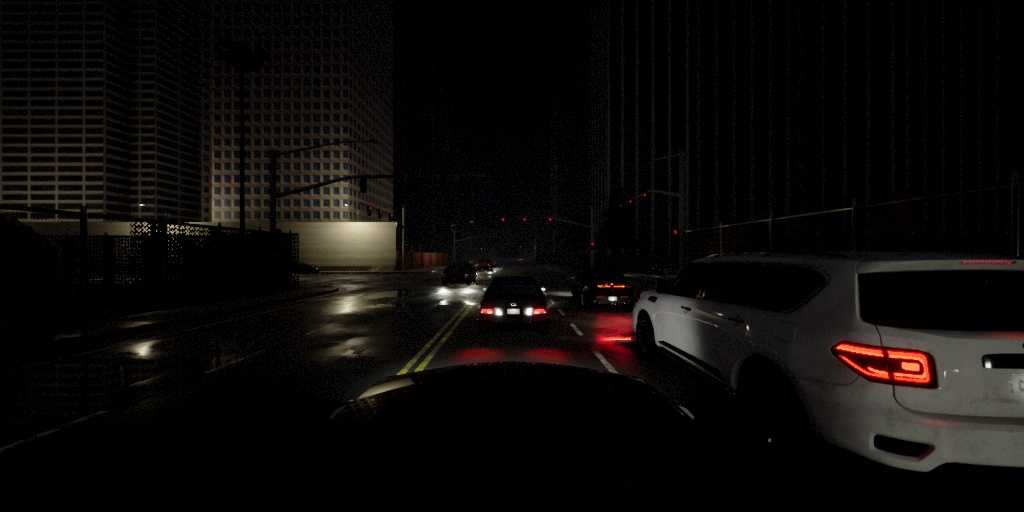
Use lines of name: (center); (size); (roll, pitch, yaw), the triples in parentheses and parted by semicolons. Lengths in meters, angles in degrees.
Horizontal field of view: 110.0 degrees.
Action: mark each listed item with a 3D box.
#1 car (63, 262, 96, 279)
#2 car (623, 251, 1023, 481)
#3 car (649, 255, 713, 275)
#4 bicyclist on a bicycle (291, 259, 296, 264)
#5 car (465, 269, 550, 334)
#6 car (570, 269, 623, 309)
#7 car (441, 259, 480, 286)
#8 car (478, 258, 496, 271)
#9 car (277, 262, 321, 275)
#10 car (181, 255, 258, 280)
car: (-37.731, 1.200, 29.801); (4.892, 1.490, 1.837); (0, 0, 0)
car: (3.601, 0.972, 5.166); (2.150, 2.045, 5.566); (0, 0, 0)
car: (17.307, 0.917, 36.883); (5.566, 2.045, 2.150); (0, 0, 0)
bicyclist on a bicycle: (-25.578, 0.995, 41.753); (0.582, 1.620, 1.656); (0, 0, 0)
car: (0.055, 1.297, 10.600); (2.033, 1.411, 5.357); (0, 0, 1)
car: (3.636, 1.255, 15.026); (1.837, 1.490, 4.892); (0, 0, 2)
car: (-3.601, 1.194, 24.912); (1.882, 1.535, 5.008); (0, 0, 0)
car: (-3.602, 1.102, 46.398); (2.097, 1.767, 4.553); (0, 0, 0)
car: (-22.123, 1.258, 37.008); (4.181, 1.385, 1.994); (0, 0, 0)
car: (-24.085, 0.916, 29.768); (5.566, 2.045, 2.150); (0, 0, 0)
